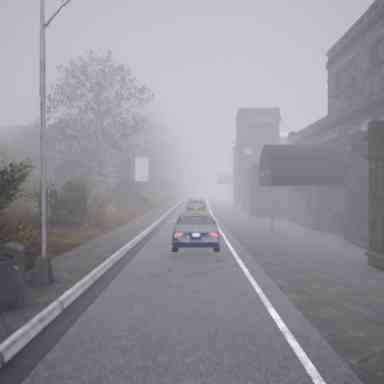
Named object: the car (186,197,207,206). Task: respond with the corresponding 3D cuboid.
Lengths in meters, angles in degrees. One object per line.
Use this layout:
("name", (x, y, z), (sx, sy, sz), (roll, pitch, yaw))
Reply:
("car", (0.452, 1.237, 32.469), (2.128, 1.511, 4.902), (0, 1, 1))

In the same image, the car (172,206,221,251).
("car", (0.161, 1.519, 13.899), (2.033, 1.411, 5.357), (0, 0, 0))
